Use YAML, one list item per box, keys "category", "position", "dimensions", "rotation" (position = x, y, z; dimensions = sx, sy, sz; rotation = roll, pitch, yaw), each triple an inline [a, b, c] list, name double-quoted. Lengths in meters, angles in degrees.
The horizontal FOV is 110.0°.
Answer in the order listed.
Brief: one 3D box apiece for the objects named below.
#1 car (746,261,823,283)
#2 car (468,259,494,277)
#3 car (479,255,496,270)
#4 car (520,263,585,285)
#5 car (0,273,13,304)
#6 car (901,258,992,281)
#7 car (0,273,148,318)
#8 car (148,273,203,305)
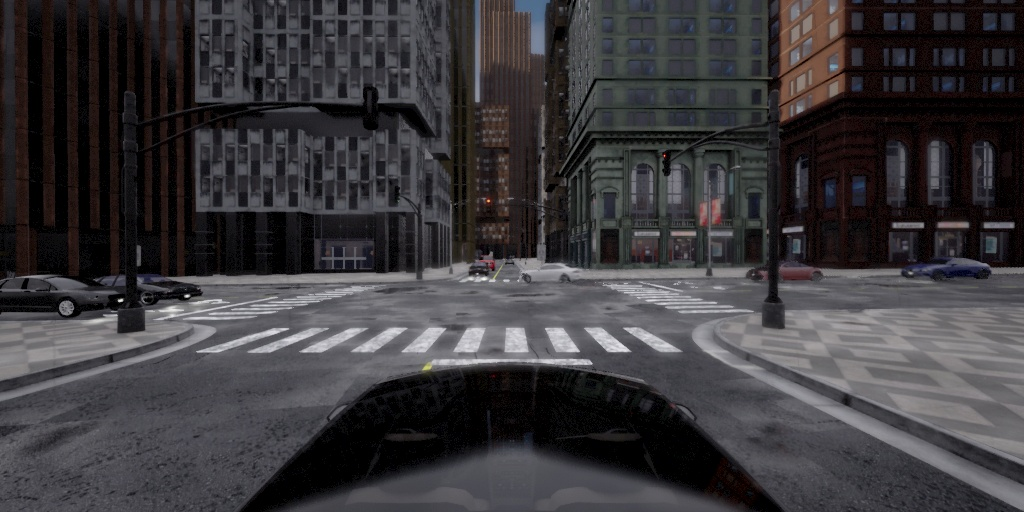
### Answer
- category: "car"
  position: [17.982, 1.030, 23.772]
  dimensions: [4.181, 1.385, 1.994]
  rotation: [-1, 0, 0]
- category: "car"
  position: [-3.236, 1.276, 36.193]
  dimensions: [2.033, 1.411, 5.357]
  rotation: [0, 0, 0]
- category: "car"
  position: [-3.332, 0.930, 46.869]
  dimensions: [2.150, 2.045, 5.566]
  rotation: [0, 1, -1]
- category: "car"
  position: [2.803, 1.218, 25.343]
  dimensions: [4.674, 1.442, 1.812]
  rotation: [-1, 1, 28]
- category: "car"
  position: [-27.350, 1.609, 16.942]
  dimensions: [4.892, 1.490, 1.837]
  rotation: [-1, 0, 0]
- category: "car"
  position: [28.787, 0.853, 23.791]
  dimensions: [4.674, 1.442, 1.812]
  rotation: [-1, 0, 0]
- category: "car"
  position: [-17.420, 1.492, 13.717]
  dimensions: [4.892, 1.490, 1.837]
  rotation: [-1, 0, 0]
- category: "car"
  position: [-17.863, 1.523, 17.023]
  dimensions: [5.357, 1.411, 2.033]
  rotation: [-1, 0, 5]
